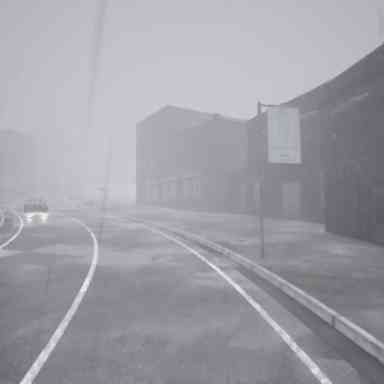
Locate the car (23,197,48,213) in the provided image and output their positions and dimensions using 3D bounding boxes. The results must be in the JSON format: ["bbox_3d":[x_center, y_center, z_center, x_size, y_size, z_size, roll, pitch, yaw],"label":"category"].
[{"bbox_3d":[-15.165,1.222,32.204,1.994,1.385,4.181,2,0,-30],"label":"car"}]

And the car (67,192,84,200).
[{"bbox_3d":[-25.396,0.781,72.482,2.097,1.767,4.553,-1,0,4],"label":"car"}]
